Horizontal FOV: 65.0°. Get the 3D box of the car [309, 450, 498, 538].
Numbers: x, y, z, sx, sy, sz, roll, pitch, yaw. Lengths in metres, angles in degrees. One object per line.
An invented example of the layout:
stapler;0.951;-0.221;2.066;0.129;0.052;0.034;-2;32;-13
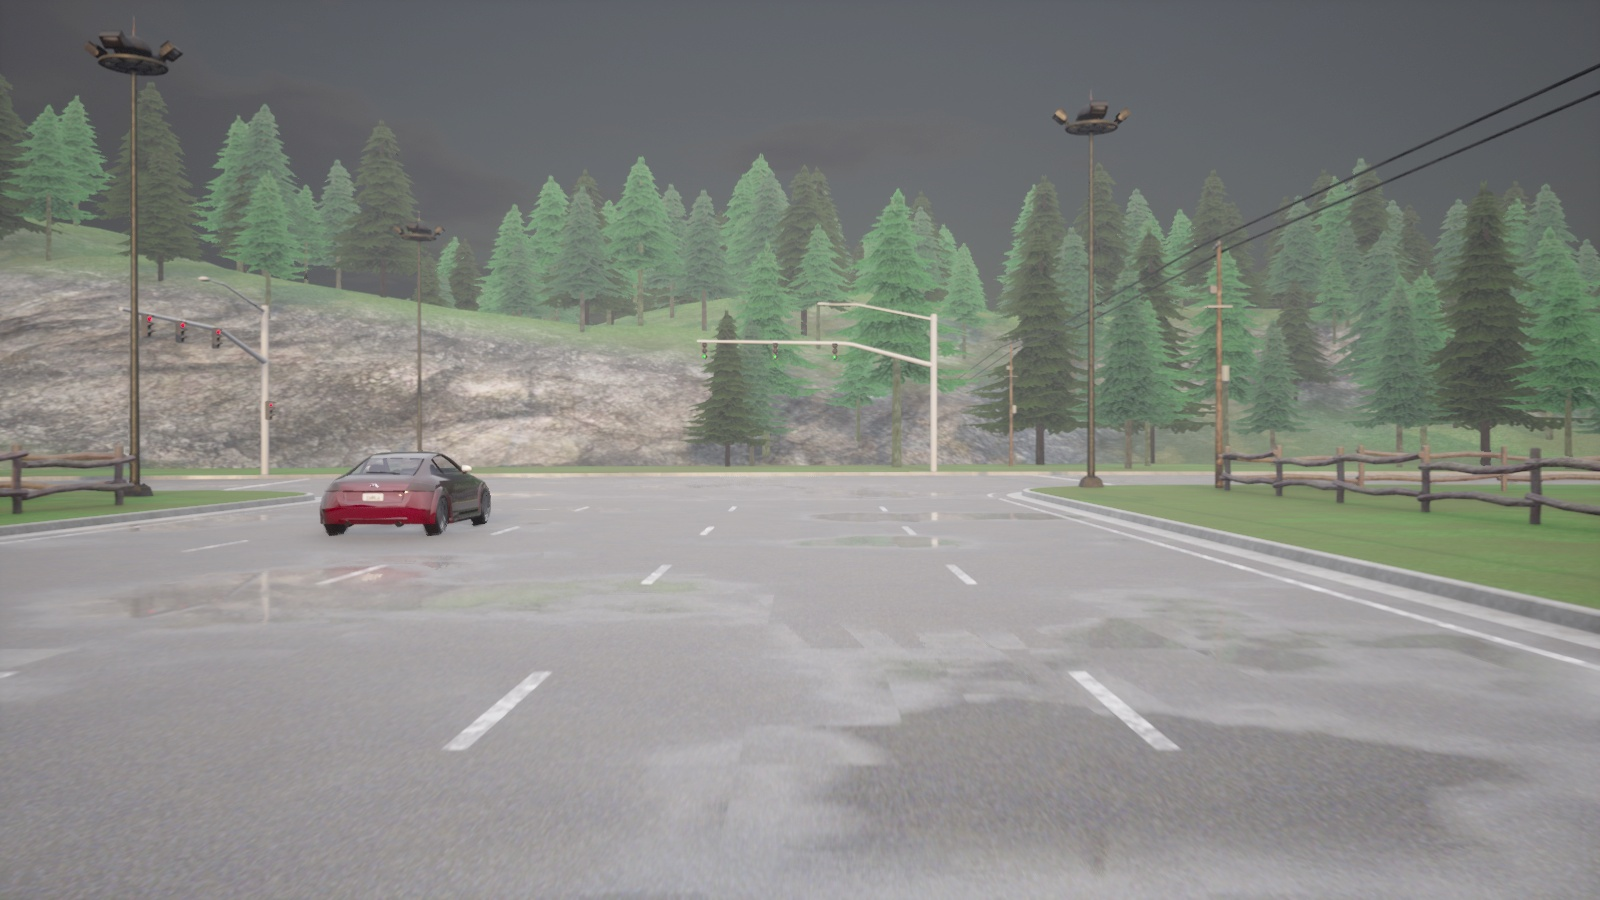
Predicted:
car;-6.858;0.708;22.218;1.994;1.385;4.181;0;0;0
